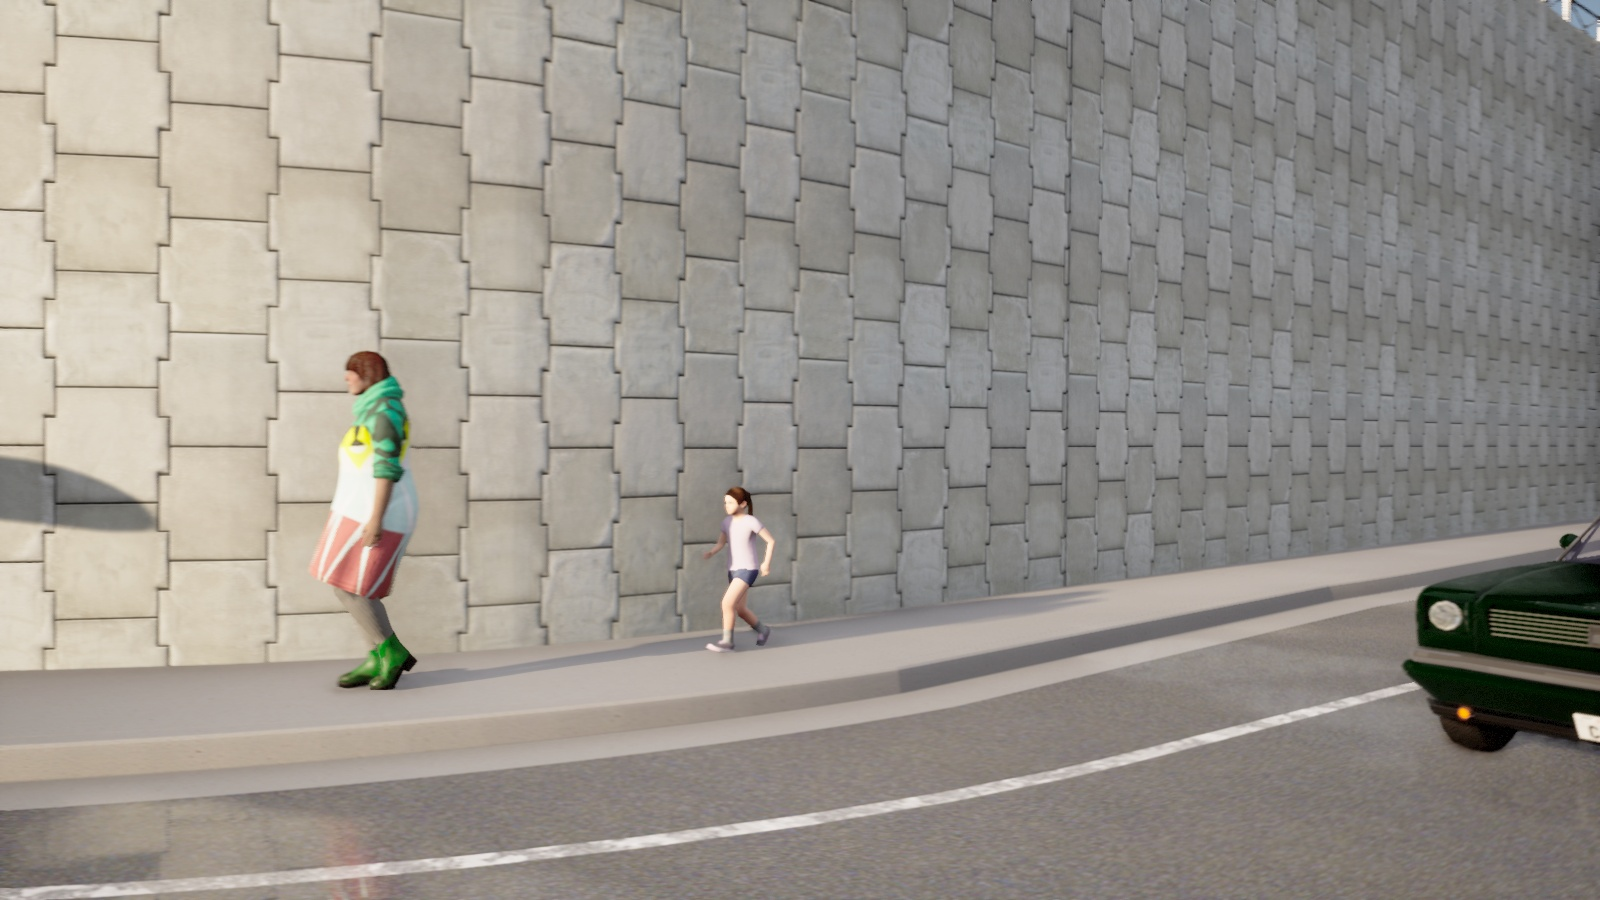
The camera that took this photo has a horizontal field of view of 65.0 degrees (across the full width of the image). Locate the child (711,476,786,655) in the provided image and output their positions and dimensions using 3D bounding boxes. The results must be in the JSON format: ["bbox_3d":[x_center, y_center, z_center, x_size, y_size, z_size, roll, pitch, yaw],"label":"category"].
[{"bbox_3d":[-0.332,0.730,8.095,0.394,1.110,0.255,-1,1,-37],"label":"child"}]

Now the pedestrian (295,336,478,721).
[{"bbox_3d":[-2.238,0.390,6.823,0.873,1.952,0.659,-1,1,-19],"label":"pedestrian"}]

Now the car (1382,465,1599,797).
[{"bbox_3d":[5.170,0.749,6.662,4.718,1.301,1.895,-1,1,-39],"label":"car"}]
